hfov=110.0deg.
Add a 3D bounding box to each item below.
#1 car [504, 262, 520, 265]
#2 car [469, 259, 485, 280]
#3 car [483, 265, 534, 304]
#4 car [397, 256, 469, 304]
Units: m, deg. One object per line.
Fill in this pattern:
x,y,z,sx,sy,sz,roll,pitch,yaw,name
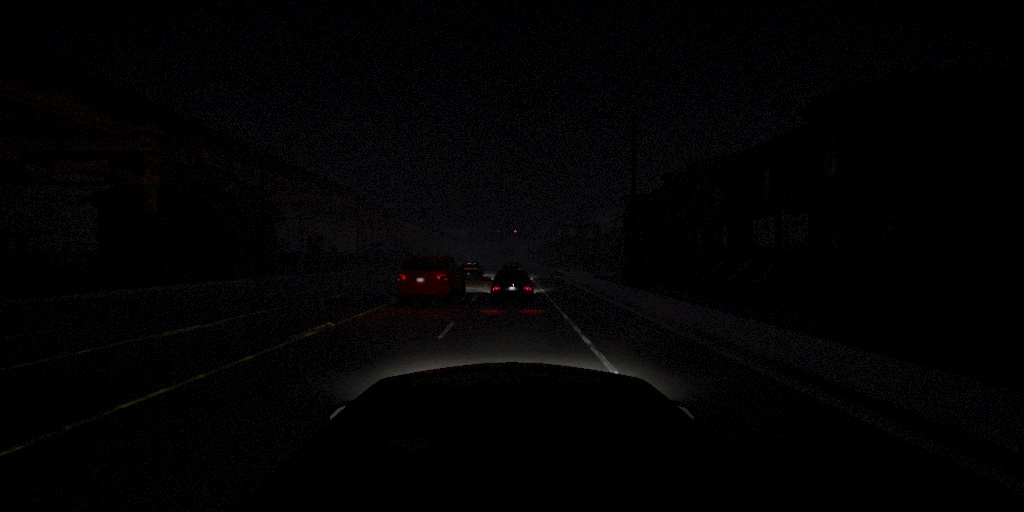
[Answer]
0.000,1.232,31.336,1.882,1.535,5.008,0,0,0,car
-3.500,1.242,31.336,2.128,1.511,4.902,0,0,0,car
0.000,1.310,16.336,2.033,1.411,5.357,0,0,0,car
-3.500,1.005,16.366,2.150,2.045,5.566,0,0,0,car
